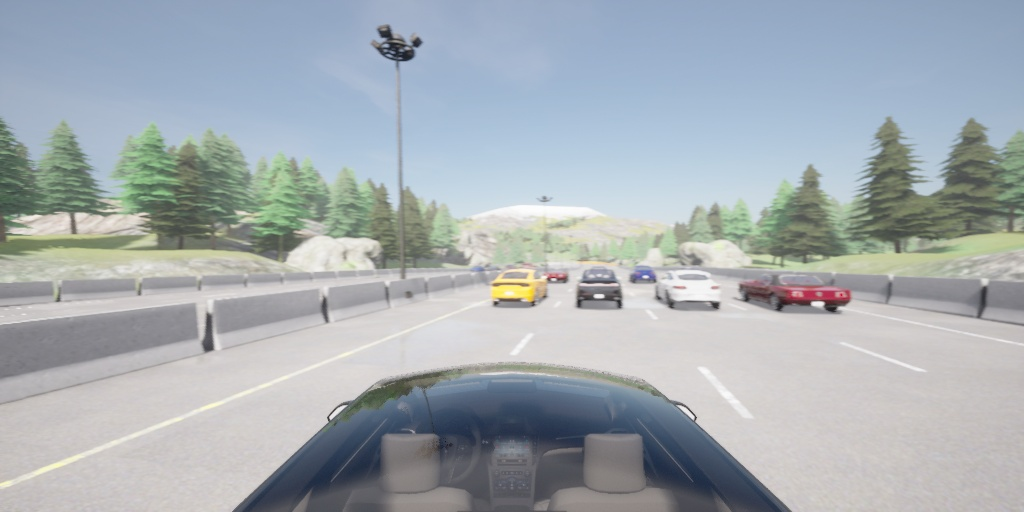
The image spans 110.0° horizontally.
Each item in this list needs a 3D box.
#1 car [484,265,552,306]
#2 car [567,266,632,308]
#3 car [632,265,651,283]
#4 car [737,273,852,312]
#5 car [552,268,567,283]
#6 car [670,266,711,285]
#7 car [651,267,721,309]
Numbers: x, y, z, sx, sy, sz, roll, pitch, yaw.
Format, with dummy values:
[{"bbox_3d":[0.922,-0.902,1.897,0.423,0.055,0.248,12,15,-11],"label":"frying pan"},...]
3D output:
[{"bbox_3d":[0.476,1.358,16.808,1.882,1.535,5.008,-1,0,14],"label":"car"},{"bbox_3d":[3.832,1.318,15.802,2.128,1.511,4.902,-1,-1,14],"label":"car"},{"bbox_3d":[10.767,1.476,29.675,1.812,1.442,4.674,-1,-1,14],"label":"car"},{"bbox_3d":[10.587,1.318,13.968,1.895,1.301,4.718,-1,-1,14],"label":"car"},{"bbox_3d":[3.887,1.653,31.017,1.895,1.301,4.718,-1,-1,14],"label":"car"},{"bbox_3d":[14.096,1.493,28.566,1.895,1.301,4.718,-1,-1,14],"label":"car"},{"bbox_3d":[7.258,1.299,15.077,1.812,1.442,4.674,-1,-1,14],"label":"car"}]
